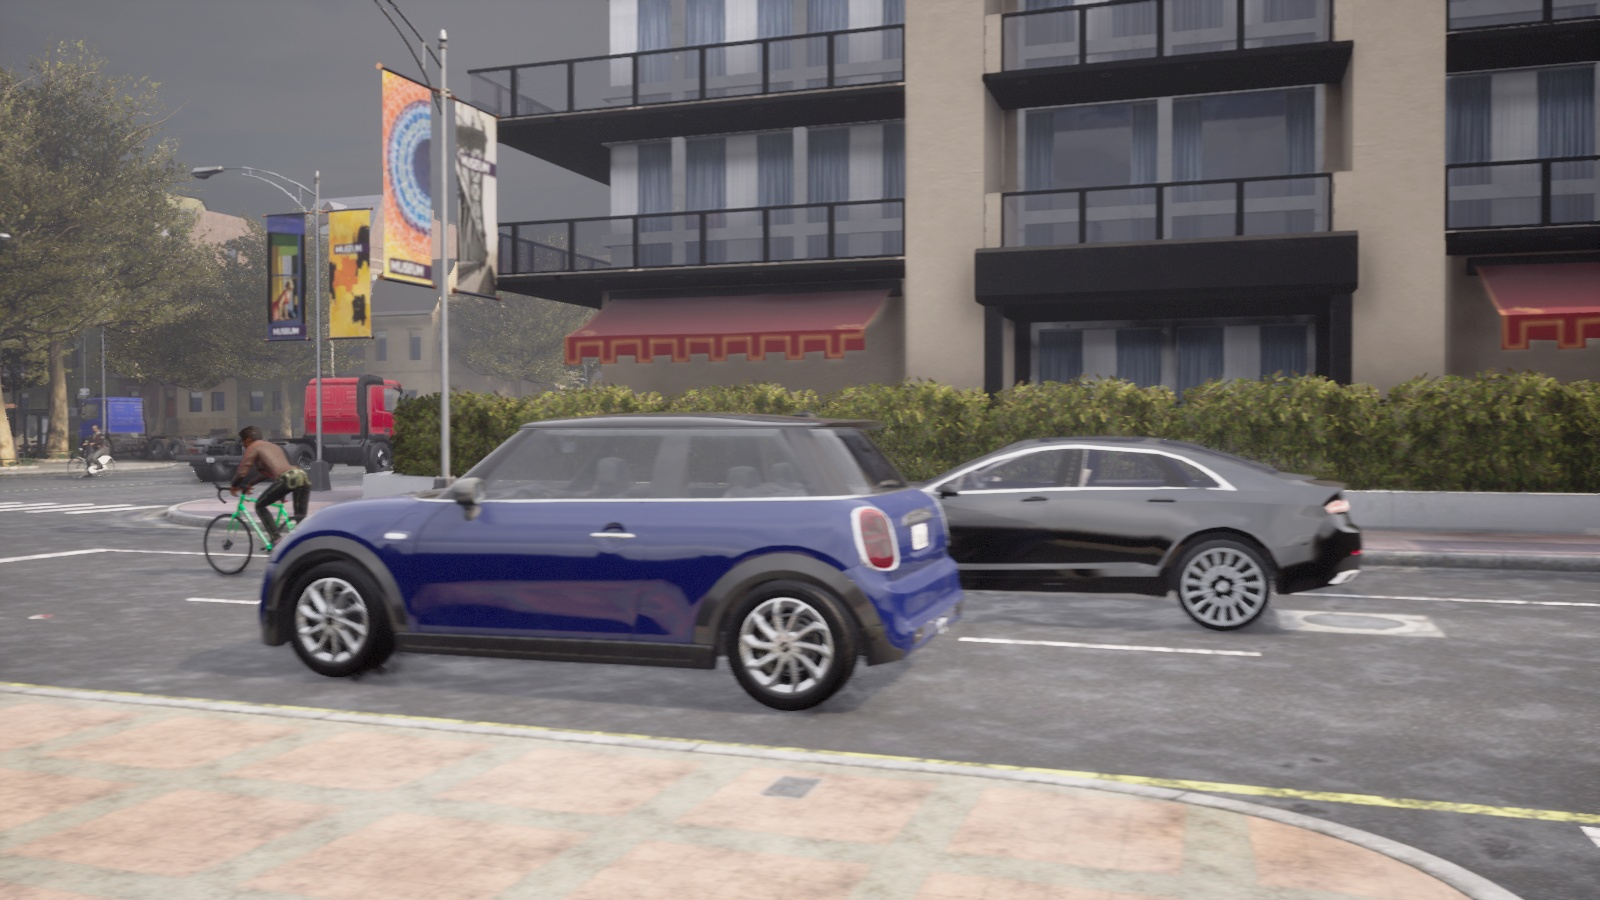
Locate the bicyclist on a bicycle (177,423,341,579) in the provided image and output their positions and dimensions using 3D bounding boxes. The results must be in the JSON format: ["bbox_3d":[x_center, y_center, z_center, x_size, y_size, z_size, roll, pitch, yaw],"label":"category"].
[{"bbox_3d":[-5.841,0.523,13.562,1.656,1.620,0.582,0,1,19],"label":"bicyclist on a bicycle"}]

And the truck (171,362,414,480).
[{"bbox_3d":[-16.268,-0.919,41.032,2.891,3.462,7.936,1,1,18],"label":"truck"}]

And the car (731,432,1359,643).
[{"bbox_3d":[2.080,0.612,10.932,4.902,1.511,2.128,1,1,19],"label":"car"}]

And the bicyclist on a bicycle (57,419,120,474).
[{"bbox_3d":[-23.489,-0.114,41.515,0.659,1.776,1.843,1,1,18],"label":"bicyclist on a bicycle"}]

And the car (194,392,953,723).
[{"bbox_3d":[-1.441,0.537,8.423,4.553,1.767,2.097,1,1,19],"label":"car"}]

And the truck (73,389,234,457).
[{"bbox_3d":[-34.561,-1.446,67.132,7.936,3.462,2.891,1,1,19],"label":"truck"}]
